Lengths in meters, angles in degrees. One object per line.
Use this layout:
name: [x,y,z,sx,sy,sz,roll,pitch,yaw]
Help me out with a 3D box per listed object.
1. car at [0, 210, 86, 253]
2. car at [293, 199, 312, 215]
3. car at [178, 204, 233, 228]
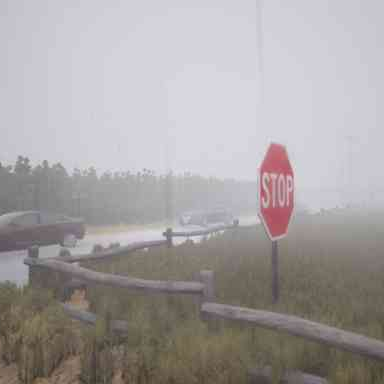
car: [-6.445,1.458,12.524,1.882,1.535,5.008,-1,-1,36]
car: [8.404,1.610,27.460,2.128,1.511,4.902,-1,-1,36]
car: [1.037,1.581,22.884,2.128,1.511,4.902,-1,0,36]
